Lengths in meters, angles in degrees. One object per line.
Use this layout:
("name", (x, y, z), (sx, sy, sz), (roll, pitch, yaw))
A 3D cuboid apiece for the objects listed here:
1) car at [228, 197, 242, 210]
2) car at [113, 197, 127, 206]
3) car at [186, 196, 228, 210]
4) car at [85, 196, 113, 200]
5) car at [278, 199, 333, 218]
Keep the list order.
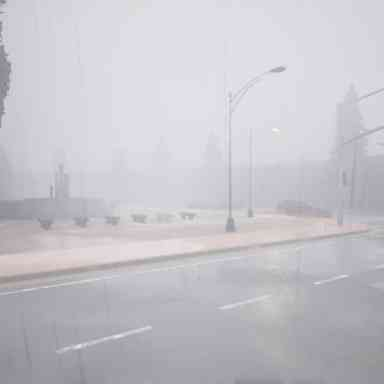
("car", (4.370, 1.355, 43.950), (2.097, 1.767, 4.553), (0, 0, -45))
("car", (-13.240, 1.478, 55.473), (5.008, 1.535, 1.882), (0, 0, 20))
("car", (1.540, 1.547, 42.099), (2.033, 1.411, 5.357), (0, 0, -44))
("car", (-15.563, 1.528, 52.624), (4.892, 1.490, 1.837), (0, 0, 17))
("car", (10.523, 1.526, 30.440), (1.812, 1.442, 4.674), (0, 0, -35))
